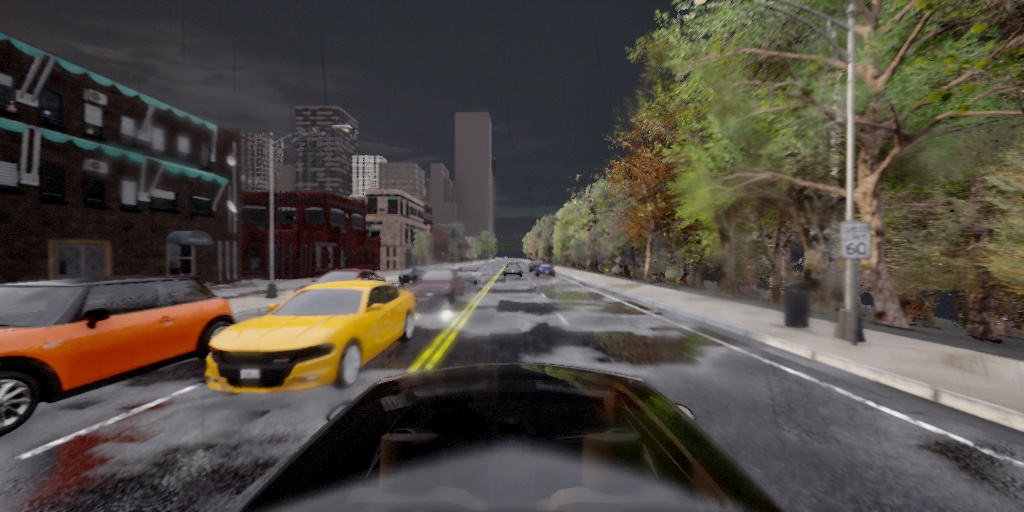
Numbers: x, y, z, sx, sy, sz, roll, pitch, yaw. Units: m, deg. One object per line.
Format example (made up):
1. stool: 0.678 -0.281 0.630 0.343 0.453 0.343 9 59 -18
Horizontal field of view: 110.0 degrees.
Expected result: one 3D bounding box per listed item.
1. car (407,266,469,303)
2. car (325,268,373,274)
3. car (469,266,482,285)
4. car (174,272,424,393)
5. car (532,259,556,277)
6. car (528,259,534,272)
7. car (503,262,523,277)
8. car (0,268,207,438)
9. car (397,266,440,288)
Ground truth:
1. car: -3.348 1.318 16.978 1.812 1.442 4.674 0 0 0
2. car: -6.597 1.262 14.309 1.882 1.535 5.008 0 0 0
3. car: -3.334 1.420 26.904 1.895 1.301 4.718 0 0 0
4. car: -3.349 1.243 7.086 1.882 1.535 5.008 0 0 0
5. car: 3.358 1.372 37.037 1.812 1.442 4.674 0 0 0
6. car: 3.280 1.226 47.944 2.097 1.767 4.553 0 0 0
7. car: 0.101 1.411 37.277 1.994 1.385 4.181 0 0 0
8. car: -6.600 1.112 5.297 2.097 1.767 4.553 0 0 0
9. car: -6.586 1.417 25.815 1.895 1.301 4.718 0 0 0
